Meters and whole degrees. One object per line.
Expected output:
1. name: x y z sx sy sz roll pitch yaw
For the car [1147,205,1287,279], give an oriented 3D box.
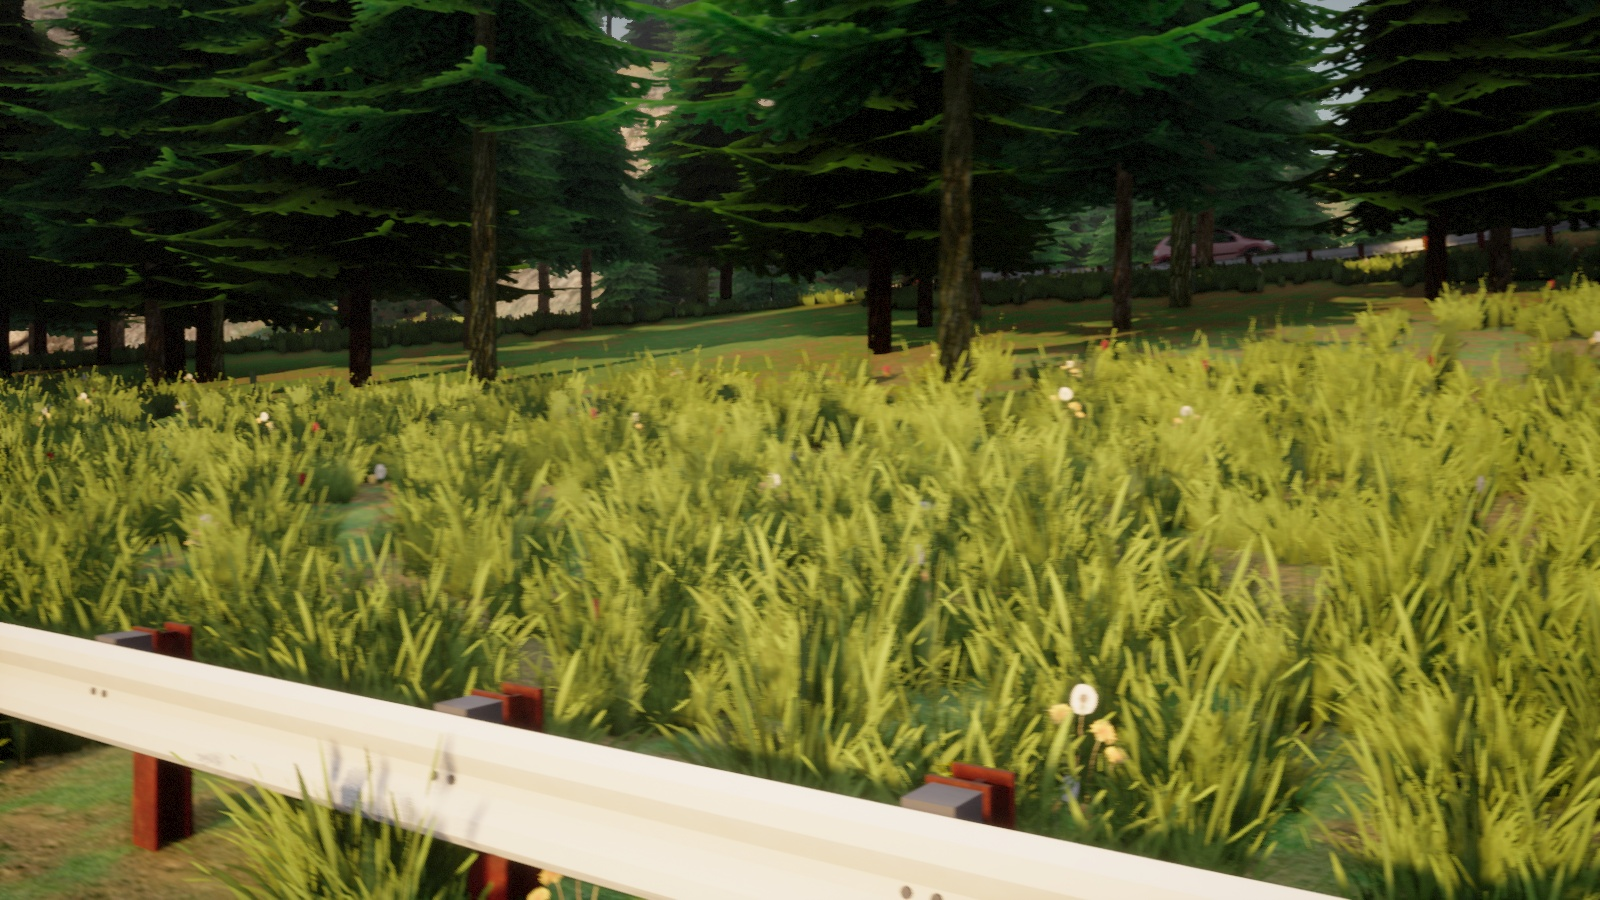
1. car: 13.623 -6.749 41.017 3.988 1.617 1.851 -5 -1 27
